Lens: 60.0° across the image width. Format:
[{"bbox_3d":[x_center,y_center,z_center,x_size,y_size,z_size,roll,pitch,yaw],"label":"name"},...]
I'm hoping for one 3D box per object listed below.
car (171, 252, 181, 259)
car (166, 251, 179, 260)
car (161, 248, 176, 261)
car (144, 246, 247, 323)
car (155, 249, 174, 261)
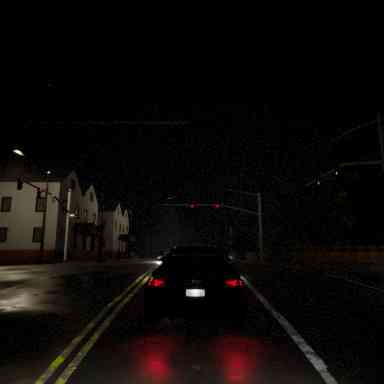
[{"bbox_3d":[-3.505,14.250,74.209,2.128,1.511,4.902,0,-11,0],"label":"car"},{"bbox_3d":[-3.563,11.824,61.812,2.128,1.511,4.902,0,-11,0],"label":"car"},{"bbox_3d":[-3.591,9.722,51.666,2.097,1.767,4.553,0,-11,0],"label":"car"},{"bbox_3d":[0.072,1.985,7.896,1.994,1.385,4.181,0,-7,0],"label":"car"},{"bbox_3d":[-3.590,8.371,43.934,2.128,1.511,4.902,0,-11,0],"label":"car"}]
